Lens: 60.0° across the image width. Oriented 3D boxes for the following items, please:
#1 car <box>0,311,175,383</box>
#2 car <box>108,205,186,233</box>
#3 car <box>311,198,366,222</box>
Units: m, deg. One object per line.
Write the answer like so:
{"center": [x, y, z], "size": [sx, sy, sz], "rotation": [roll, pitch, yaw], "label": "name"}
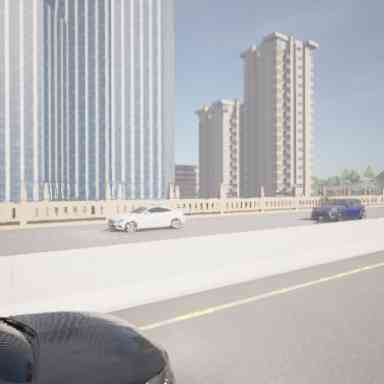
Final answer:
{"center": [-2.378, 1.509, 2.049], "size": [4.892, 1.490, 1.837], "rotation": [-1, 0, -36], "label": "car"}
{"center": [-2.509, 1.483, 19.397], "size": [4.674, 1.442, 1.812], "rotation": [0, 0, -35], "label": "car"}
{"center": [10.869, 1.245, 24.634], "size": [4.553, 1.767, 2.097], "rotation": [0, 0, -35], "label": "car"}
